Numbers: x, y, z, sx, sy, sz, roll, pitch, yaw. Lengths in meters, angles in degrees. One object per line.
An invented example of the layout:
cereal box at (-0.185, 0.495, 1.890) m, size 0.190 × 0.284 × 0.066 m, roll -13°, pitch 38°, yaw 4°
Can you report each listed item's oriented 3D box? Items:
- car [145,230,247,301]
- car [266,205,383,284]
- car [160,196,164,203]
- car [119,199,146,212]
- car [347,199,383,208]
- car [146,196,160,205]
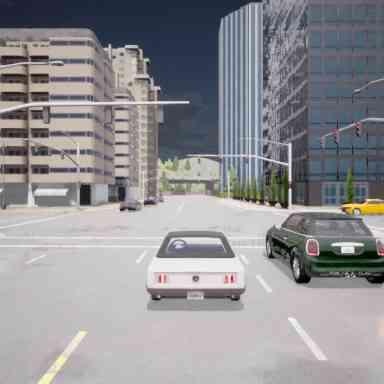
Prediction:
car at (0.086, 1.601, 8.287) m, size 1.895 × 1.301 × 4.718 m, roll 0°, pitch 0°, yaw 0°
car at (3.594, 1.352, 9.777) m, size 2.097 × 1.767 × 4.553 m, roll 0°, pitch 0°, yaw 0°
car at (-6.911, 1.511, 69.292) m, size 2.128 × 1.511 × 4.902 m, roll 0°, pitch 0°, yaw 0°
car at (-7.051, 1.542, 38.617) m, size 2.033 × 1.411 × 5.357 m, roll 0°, pitch 0°, yaw 0°
car at (16.858, 1.422, 31.656) m, size 5.008 × 1.535 × 1.882 m, roll 0°, pitch 0°, yaw 1°
car at (-7.010, 1.601, 56.511) m, size 1.895 × 1.301 × 4.718 m, roll 0°, pitch 0°, yaw 0°
